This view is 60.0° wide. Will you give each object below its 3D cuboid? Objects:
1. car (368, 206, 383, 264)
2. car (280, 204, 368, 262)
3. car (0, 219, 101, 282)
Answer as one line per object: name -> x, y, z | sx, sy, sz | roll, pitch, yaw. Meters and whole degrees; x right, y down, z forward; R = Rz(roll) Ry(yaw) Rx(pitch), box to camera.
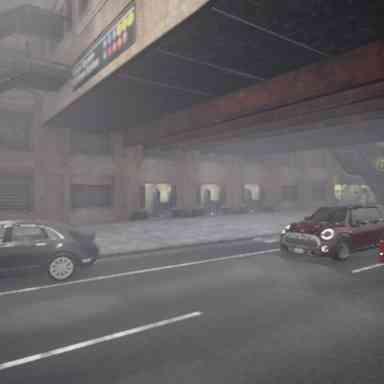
car -> 7.481, 1.149, 9.251 | 5.566, 2.045, 2.150 | 0, 0, -35
car -> 5.263, 1.281, 11.974 | 4.553, 1.767, 2.097 | 0, 0, -35
car -> -4.847, 1.476, 8.402 | 4.892, 1.521, 2.231 | 0, 0, -26
